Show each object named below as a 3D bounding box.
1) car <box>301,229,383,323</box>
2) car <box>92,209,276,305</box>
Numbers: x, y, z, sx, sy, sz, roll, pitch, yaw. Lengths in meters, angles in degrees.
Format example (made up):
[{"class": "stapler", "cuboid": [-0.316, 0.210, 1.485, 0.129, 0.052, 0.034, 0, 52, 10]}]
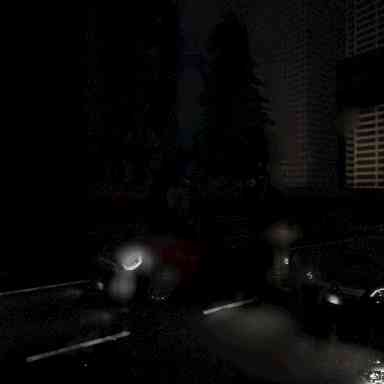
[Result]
[{"class": "car", "cuboid": [4.276, 1.526, 6.930, 4.674, 1.442, 1.812, 0, 0, -35]}, {"class": "car", "cuboid": [-0.060, 1.351, 8.202, 4.553, 1.767, 2.097, 0, 0, -35]}]
